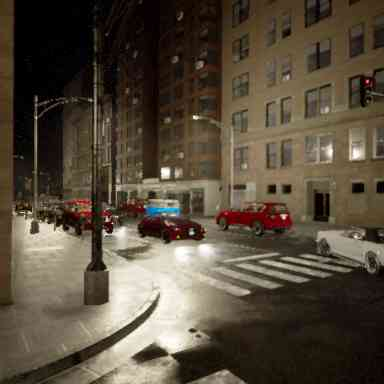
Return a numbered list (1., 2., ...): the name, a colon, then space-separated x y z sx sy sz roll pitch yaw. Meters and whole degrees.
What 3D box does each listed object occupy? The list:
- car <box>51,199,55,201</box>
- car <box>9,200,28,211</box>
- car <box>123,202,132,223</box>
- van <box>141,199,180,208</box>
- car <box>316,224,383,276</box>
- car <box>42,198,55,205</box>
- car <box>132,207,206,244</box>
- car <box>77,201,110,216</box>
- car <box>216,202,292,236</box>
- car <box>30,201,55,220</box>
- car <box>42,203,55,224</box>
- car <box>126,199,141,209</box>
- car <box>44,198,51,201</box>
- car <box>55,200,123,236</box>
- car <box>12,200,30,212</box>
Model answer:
1. car: -12.346 1.722 33.429 2.128 1.511 4.902 1 -1 -34
2. car: -24.621 1.860 47.143 1.887 1.381 4.507 0 -1 -34
3. car: -6.676 1.665 24.946 2.128 1.511 4.902 1 -1 -34
4. van: -2.579 1.560 28.789 1.690 1.788 3.998 0 -1 -34
5. car: 5.782 1.682 10.585 1.895 1.301 4.718 0 0 -4
6. car: -30.276 2.026 70.059 1.752 1.417 4.829 0 -1 -34
7. car: -1.104 1.680 16.626 1.994 1.385 4.181 1 -1 -34
8. car: -10.956 1.755 36.636 2.128 1.511 4.902 1 -1 -34
9. car: 3.555 1.472 19.649 2.192 1.841 5.009 0 -1 -34
10. car: -12.376 1.741 28.848 2.008 1.369 4.403 0 -1 -34
11. car: -9.315 1.725 24.274 1.947 1.339 4.313 0 -1 -34
12. car: -5.646 1.565 33.360 2.192 1.841 5.009 0 -1 -34
13. car: -22.008 1.923 53.135 2.033 1.411 5.357 1 -1 -34
14. car: -6.253 1.443 19.703 2.192 1.841 5.009 0 -1 -34
15. car: -21.560 1.829 42.569 1.887 1.381 4.507 0 -1 -34
